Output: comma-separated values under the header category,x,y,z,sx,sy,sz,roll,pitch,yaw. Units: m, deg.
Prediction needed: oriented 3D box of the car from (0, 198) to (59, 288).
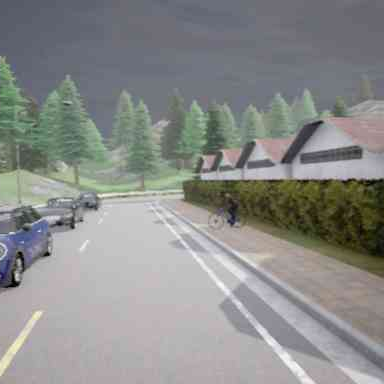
category,x,y,z,sx,sy,sz,roll,pitch,yaw
car,-5.130,1.207,8.563,2.097,1.767,4.553,-2,2,-11

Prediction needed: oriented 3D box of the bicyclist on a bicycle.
category,x,y,z,sx,sy,sz,roll,pitch,yaw
bicyclist on a bicycle,1.455,0.738,13.901,1.656,1.620,0.582,-2,2,-11

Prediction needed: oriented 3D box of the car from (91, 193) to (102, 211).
category,x,y,z,sx,sy,sz,roll,pitch,yaw
car,-8.605,0.769,27.369,1.994,1.385,4.181,-2,2,-10

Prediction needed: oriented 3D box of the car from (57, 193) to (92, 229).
category,x,y,z,sx,sy,sz,roll,pitch,yaw
car,-6.830,1.040,17.487,2.128,1.511,4.902,-2,2,-11
